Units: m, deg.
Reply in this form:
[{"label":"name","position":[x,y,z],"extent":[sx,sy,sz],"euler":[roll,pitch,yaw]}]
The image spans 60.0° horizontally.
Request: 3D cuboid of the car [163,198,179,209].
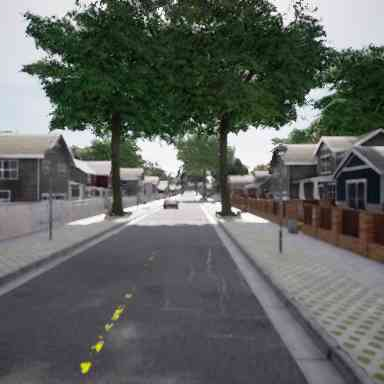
[{"label":"car","position":[-2.776,1.524,44.604],"extent":[1.994,1.385,4.181],"euler":[0,0,0]}]
